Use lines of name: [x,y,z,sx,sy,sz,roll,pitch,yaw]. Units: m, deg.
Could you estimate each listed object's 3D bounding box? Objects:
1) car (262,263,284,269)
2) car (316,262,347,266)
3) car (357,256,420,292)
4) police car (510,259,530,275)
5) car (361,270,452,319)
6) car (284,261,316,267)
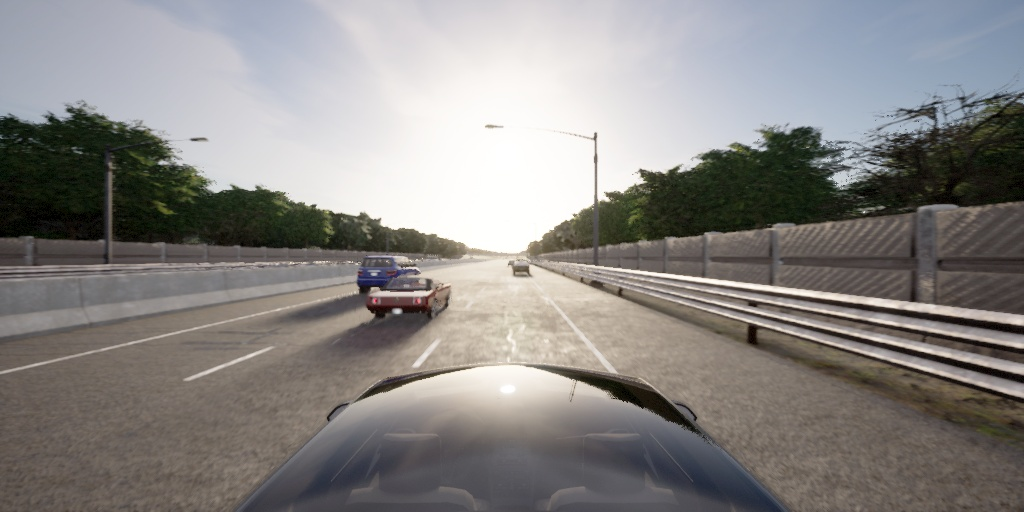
car: [-24.564,1.409,38.158,1.994,1.385,4.181,0,0,0]
car: [-17.563,1.440,36.742,1.895,1.301,4.718,0,0,0]
car: [-6.900,1.001,20.616,2.150,2.045,5.566,0,0,0]
police car: [1.052,1.284,41.223,1.930,1.638,5.238,0,0,0]
car: [-3.400,1.363,12.866,1.895,1.301,4.718,0,0,0]
car: [-21.069,1.334,37.673,2.128,1.511,4.902,0,0,0]
